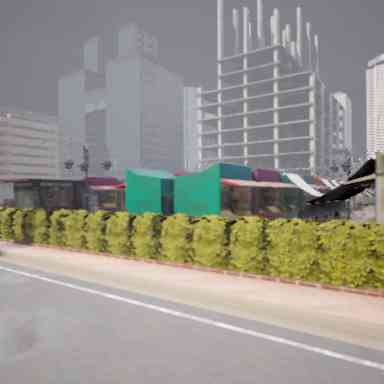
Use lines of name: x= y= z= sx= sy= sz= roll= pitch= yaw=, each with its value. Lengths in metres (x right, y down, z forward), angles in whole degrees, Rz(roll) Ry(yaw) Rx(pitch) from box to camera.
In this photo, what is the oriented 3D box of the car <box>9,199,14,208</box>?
car: x=-15.548 y=1.359 z=33.186 sx=1.905 sy=1.878 sz=3.866 roll=0 pitch=0 yaw=34
